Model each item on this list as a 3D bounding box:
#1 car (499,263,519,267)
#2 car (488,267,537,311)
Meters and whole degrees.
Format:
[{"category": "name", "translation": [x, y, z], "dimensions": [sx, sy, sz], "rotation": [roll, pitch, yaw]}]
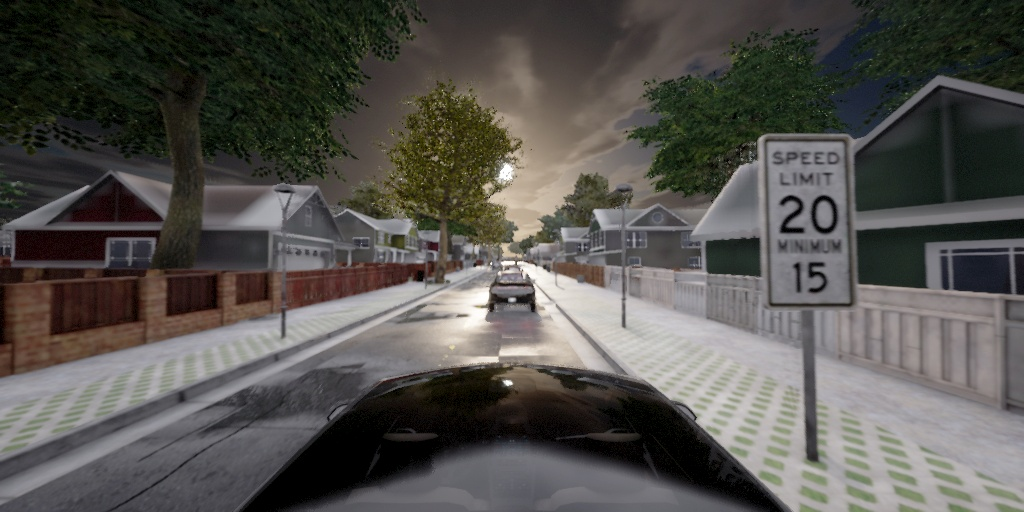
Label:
[{"category": "car", "translation": [0.038, 1.569, 30.744], "dimensions": [1.812, 1.442, 4.674], "rotation": [0, 0, 1]}, {"category": "car", "translation": [0.025, 1.394, 15.356], "dimensions": [2.128, 1.511, 4.902], "rotation": [0, 0, 1]}]
